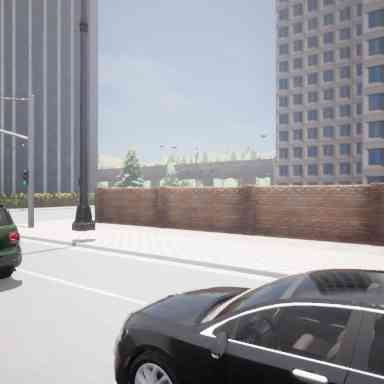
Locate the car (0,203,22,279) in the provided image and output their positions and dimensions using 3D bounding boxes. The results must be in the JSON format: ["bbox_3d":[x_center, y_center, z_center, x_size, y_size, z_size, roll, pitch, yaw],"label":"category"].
[{"bbox_3d":[-6.715,1.221,8.752,5.566,2.045,2.150,0,0,35],"label":"car"}]

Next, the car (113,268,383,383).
[{"bbox_3d":[1.368,1.505,3.016,4.892,1.490,1.837,0,0,35],"label":"car"}]
